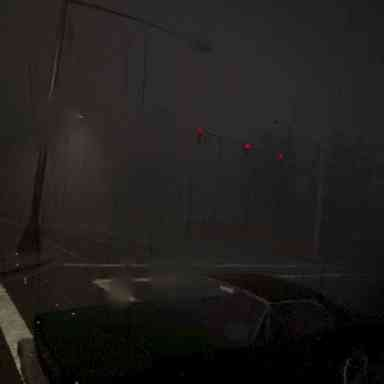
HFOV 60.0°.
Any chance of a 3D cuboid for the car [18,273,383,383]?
[{"bbox_3d":[0.491,1.780,4.198,4.718,1.301,1.895,8,-5,-35],"label":"car"}]
